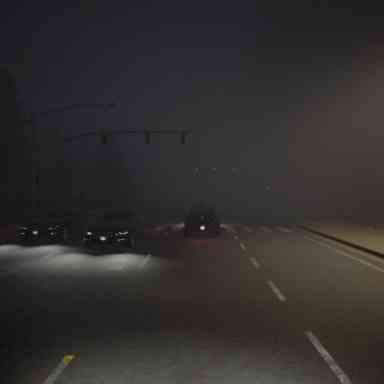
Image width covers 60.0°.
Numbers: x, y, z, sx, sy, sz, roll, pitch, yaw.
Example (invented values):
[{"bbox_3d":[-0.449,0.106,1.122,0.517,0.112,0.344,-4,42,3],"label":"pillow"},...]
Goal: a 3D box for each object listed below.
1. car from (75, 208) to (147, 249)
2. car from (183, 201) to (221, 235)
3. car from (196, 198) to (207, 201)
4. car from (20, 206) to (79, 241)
[{"bbox_3d":[-3.165,1.476,14.561,1.837,1.490,4.892,0,0,2],"label":"car"},{"bbox_3d":[0.571,1.480,18.646,1.837,1.490,4.892,0,0,1],"label":"car"},{"bbox_3d":[1.152,1.494,41.150,1.812,1.442,4.674,0,0,1],"label":"car"},{"bbox_3d":[-6.597,1.484,16.556,1.837,1.490,4.892,0,0,2],"label":"car"}]
